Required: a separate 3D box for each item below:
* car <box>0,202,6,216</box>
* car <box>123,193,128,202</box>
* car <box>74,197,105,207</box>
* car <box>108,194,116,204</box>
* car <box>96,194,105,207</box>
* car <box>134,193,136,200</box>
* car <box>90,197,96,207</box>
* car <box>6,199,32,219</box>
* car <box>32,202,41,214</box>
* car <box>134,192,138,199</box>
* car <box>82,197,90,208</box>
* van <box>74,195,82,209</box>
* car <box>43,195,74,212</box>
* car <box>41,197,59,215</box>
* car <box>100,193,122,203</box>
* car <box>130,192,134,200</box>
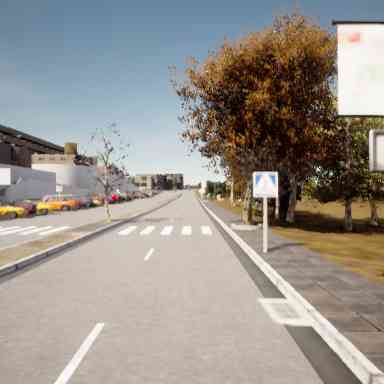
[{"bbox_3d":[-16.882,1.539,24.740,4.674,1.452,2.002,-1,0,-20],"label":"car"},{"bbox_3d":[-16.838,1.280,69.516,5.566,2.045,2.435,-1,0,-20],"label":"car"},{"bbox_3d":[-16.841,1.648,54.593,4.792,1.488,2.163,-1,0,-20],"label":"car"},{"bbox_3d":[-16.861,1.633,60.551,4.674,1.452,2.002,-1,1,-20],"label":"car"},{"bbox_3d":[-16.698,1.618,51.666,5.366,1.575,1.946,-1,0,-20],"label":"car"},{"bbox_3d":[-16.847,1.481,81.433,4.674,1.452,2.002,-1,1,-20],"label":"car"},{"bbox_3d":[-16.898,1.656,48.597,4.792,1.488,2.163,-1,0,-20],"label":"car"},{"bbox_3d":[-16.712,1.511,27.789,5.366,1.575,1.946,-1,-1,-20],"label":"car"},{"bbox_3d":[-16.909,1.568,30.693,4.792,1.488,2.163,-1,0,-20],"label":"car"},{"bbox_3d":[-16.824,1.447,84.452,4.792,1.488,2.163,-1,0,-20],"label":"car"},{"bbox_3d":[-16.869,1.659,45.624,4.674,1.452,2.002,-1,0,-20],"label":"car"},{"bbox_3d":[-16.771,1.386,42.693,4.442,1.987,1.878,-1,-1,-20],"label":"van"},{"bbox_3d":[-16.850,1.472,39.665,4.553,1.767,2.185,-1,0,-20],"label":"car"},{"bbox_3d":[-16.708,1.555,33.755,5.366,1.575,1.946,-1,-1,-20],"label":"car"},{"bbox_3d":[-16.892,1.325,63.520,5.566,2.045,2.435,-1,1,-20],"label":"car"},{"bbox_3d":[-16.826,1.338,78.460,4.553,1.767,2.185,-1,1,-20],"label":"car"}]
